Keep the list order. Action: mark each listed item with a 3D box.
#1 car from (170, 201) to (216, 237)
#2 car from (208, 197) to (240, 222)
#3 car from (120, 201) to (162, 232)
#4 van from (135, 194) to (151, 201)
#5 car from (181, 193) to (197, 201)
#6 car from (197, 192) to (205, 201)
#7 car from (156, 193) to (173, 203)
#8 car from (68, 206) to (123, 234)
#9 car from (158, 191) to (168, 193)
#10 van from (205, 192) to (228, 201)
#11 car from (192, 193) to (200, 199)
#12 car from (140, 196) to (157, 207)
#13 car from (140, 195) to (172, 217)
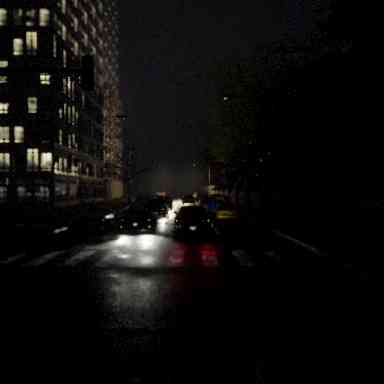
[{"bbox_3d":[0.015,1.406,17.151,1.812,1.442,4.674,0,0,0],"label":"car"},{"bbox_3d":[2.411,1.338,24.300,1.752,1.417,4.829,0,0,-1],"label":"car"},{"bbox_3d":[-2.970,1.449,18.947,1.994,1.385,4.181,0,0,-2],"label":"car"},{"bbox_3d":[-5.886,1.080,40.497,1.690,1.788,3.998,0,0,-1],"label":"van"},{"bbox_3d":[-0.538,1.114,49.464,1.882,1.535,5.008,0,1,-1],"label":"car"},{"bbox_3d":[2.008,1.169,46.473,1.752,1.417,4.829,0,0,-1],"label":"car"},{"bbox_3d":[-3.223,1.209,39.436,1.882,1.535,5.008,0,0,-1],"label":"car"},{"bbox_3d":[-5.404,1.456,18.319,2.008,1.369,4.403,0,0,0],"label":"car"},{"bbox_3d":[-6.870,0.794,73.768,2.192,1.841,5.009,0,0,-2],"label":"car"},{"bbox_3d":[2.335,1.113,29.672,1.690,1.788,3.998,0,0,-1],"label":"van"},{"bbox_3d":[0.924,0.907,79.742,1.752,1.417,4.829,0,0,-2],"label":"car"},{"bbox_3d":[-6.009,1.241,46.043,1.887,1.381,4.507,0,0,-1],"label":"car"},{"bbox_3d":[-3.071,1.315,28.984,1.837,1.490,4.892,0,0,0],"label":"car"}]
